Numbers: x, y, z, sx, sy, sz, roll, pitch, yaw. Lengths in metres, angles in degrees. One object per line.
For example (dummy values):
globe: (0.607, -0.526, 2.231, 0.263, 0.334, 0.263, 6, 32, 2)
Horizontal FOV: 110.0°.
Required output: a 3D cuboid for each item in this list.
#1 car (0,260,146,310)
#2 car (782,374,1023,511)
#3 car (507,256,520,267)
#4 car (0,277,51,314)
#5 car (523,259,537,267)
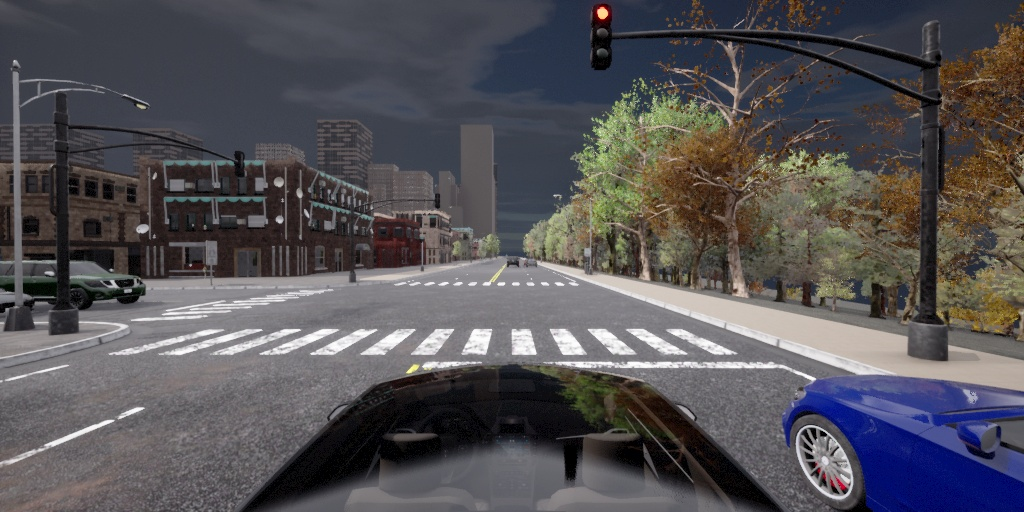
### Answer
car: (-19.312, 1.185, 15.466, 5.566, 2.045, 2.150, -1, 1, 0)
car: (3.346, 1.276, 1.324, 1.812, 1.442, 4.674, 0, 0, 2)
car: (0.214, 0.943, 63.708, 2.150, 2.045, 5.566, 0, 0, 1)
car: (-19.927, 1.564, 12.764, 4.313, 1.339, 1.948, 0, 0, 0)
car: (3.466, 1.213, 63.869, 2.128, 1.511, 4.902, 0, 0, 0)
